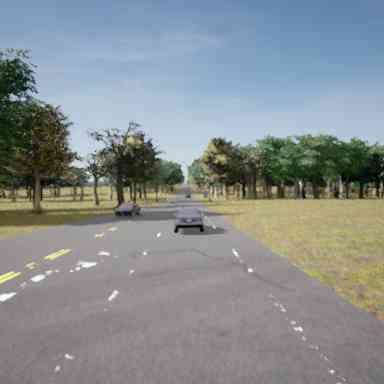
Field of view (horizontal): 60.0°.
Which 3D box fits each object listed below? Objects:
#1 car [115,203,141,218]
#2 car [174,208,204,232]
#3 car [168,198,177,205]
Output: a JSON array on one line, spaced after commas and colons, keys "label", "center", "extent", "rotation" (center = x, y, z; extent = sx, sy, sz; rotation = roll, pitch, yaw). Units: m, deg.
[{"label": "car", "center": [-6.864, 1.923, 35.917], "extent": [1.882, 1.535, 5.008], "rotation": [-1, 0, 4]}, {"label": "car", "center": [-0.208, 1.761, 22.090], "extent": [2.033, 1.411, 5.357], "rotation": [-1, -1, -1]}, {"label": "car", "center": [-4.334, 1.980, 73.967], "extent": [1.882, 1.535, 5.008], "rotation": [-1, 0, -1]}]
